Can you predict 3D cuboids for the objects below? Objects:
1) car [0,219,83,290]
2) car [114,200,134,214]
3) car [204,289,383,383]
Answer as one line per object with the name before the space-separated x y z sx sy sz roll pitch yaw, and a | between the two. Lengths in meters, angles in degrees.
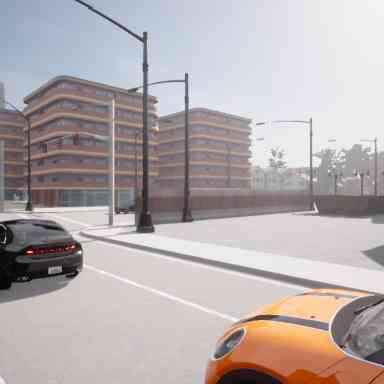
car | -4.726 1.505 9.238 1.837 1.490 4.892 0 0 -43
car | -5.997 1.547 35.292 5.357 1.411 2.033 0 0 -44
car | 2.264 1.352 2.345 4.553 1.767 2.097 0 0 40
